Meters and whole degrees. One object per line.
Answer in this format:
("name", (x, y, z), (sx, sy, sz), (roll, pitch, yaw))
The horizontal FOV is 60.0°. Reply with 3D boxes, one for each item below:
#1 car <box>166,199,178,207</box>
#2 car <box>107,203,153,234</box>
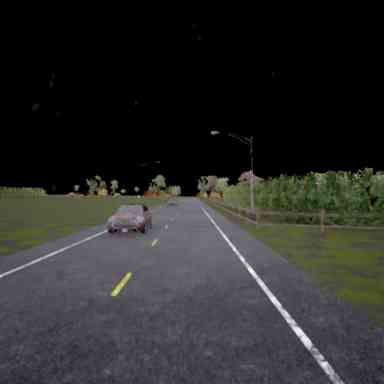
("car", (-3.567, 1.975, 60.820), (1.994, 1.385, 4.181), (0, 0, 1))
("car", (-3.608, 1.493, 20.100), (2.097, 1.767, 4.553), (0, 0, 0))
